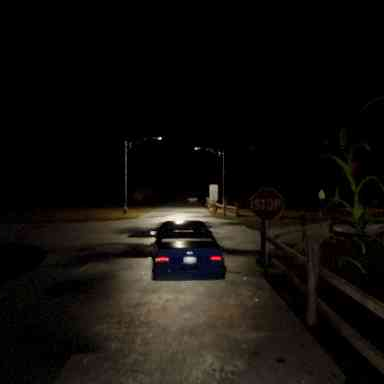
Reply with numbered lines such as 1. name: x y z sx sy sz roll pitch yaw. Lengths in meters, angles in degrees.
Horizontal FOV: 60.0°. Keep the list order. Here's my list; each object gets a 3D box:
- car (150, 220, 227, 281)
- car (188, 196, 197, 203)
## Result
1. car: -0.259 1.544 9.850 2.033 1.411 5.357 0 0 -5
2. car: 0.099 1.542 67.676 1.895 1.301 4.718 0 0 0
